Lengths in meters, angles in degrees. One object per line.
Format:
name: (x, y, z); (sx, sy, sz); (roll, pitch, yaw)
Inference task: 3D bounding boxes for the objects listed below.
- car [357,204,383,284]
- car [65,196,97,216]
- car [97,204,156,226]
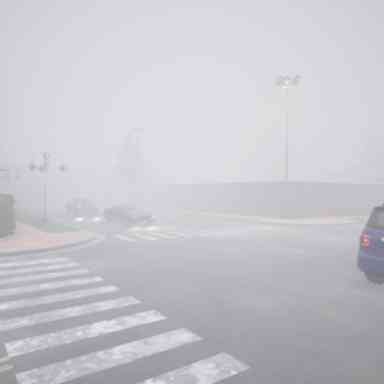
car: (6.465, 1.297, 8.549); (5.566, 2.045, 2.150); (1, 0, -36)
car: (-10.495, 1.297, 31.729); (2.097, 1.767, 4.553); (1, 0, -36)
car: (-4.622, 1.532, 23.677); (2.033, 1.411, 5.357); (1, 0, -36)
